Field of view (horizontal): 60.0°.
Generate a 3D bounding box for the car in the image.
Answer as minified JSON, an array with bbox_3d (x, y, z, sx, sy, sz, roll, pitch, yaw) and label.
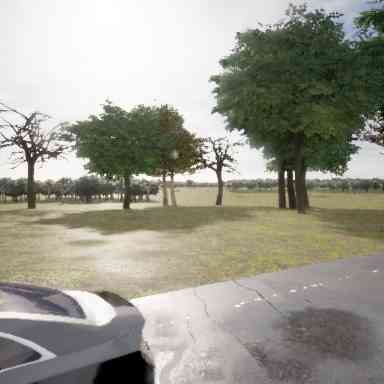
[{"bbox_3d":[-2.583,1.492,2.094,4.902,1.511,2.128,0,0,-35],"label":"car"}]
